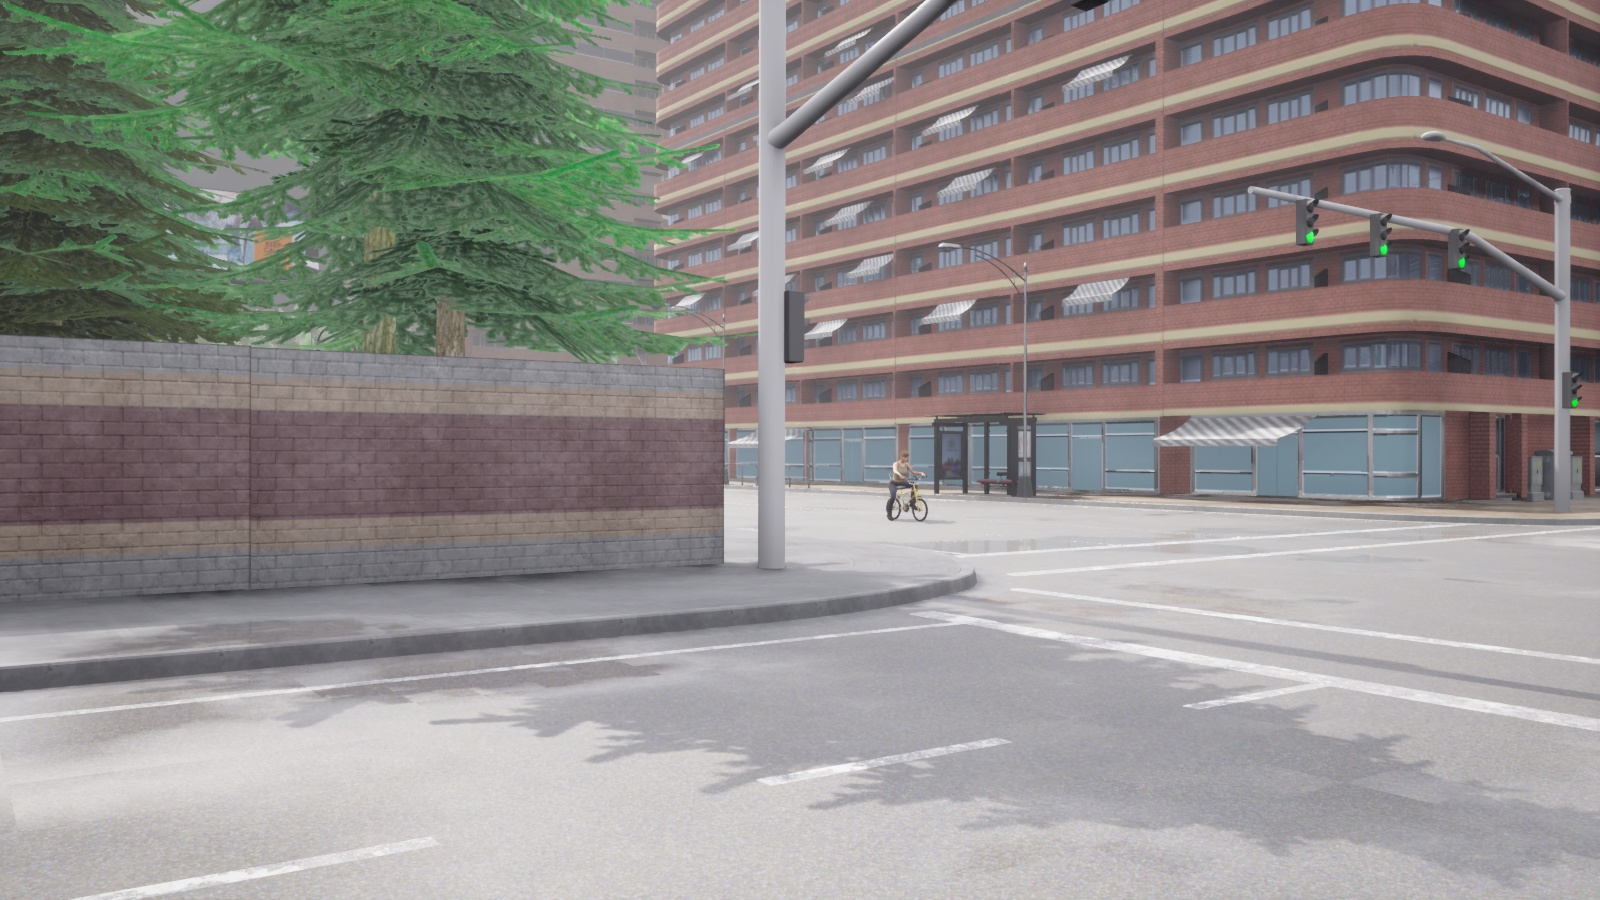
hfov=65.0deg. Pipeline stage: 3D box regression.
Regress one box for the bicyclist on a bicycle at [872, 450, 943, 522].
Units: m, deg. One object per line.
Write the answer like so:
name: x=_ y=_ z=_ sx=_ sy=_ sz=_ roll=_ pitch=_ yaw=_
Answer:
bicyclist on a bicycle: x=2.441 y=0.802 z=28.703 sx=0.866 sy=1.612 sz=1.509 roll=0 pitch=0 yaw=-34
